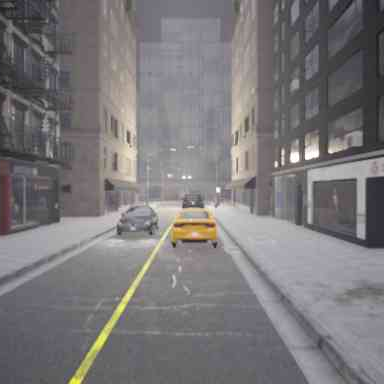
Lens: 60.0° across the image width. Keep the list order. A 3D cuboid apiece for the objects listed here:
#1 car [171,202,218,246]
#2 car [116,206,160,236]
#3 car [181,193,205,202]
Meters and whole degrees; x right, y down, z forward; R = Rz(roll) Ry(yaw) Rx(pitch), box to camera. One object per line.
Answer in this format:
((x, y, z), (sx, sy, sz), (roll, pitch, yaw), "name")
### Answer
((0.098, 1.458, 15.124), (1.882, 1.535, 5.008), (0, 0, 0), "car")
((-2.851, 1.500, 18.346), (1.812, 1.442, 4.674), (0, 0, 0), "car")
((0.098, 1.154, 33.725), (2.150, 2.045, 5.566), (0, 0, 0), "car")
